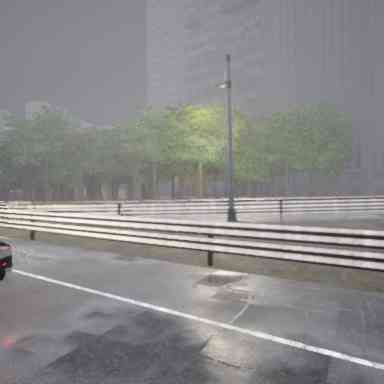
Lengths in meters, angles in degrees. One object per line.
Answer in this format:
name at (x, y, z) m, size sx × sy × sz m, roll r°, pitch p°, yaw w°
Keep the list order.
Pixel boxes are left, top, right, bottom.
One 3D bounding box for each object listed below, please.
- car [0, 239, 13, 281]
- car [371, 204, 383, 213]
car at (-6.580, 1.546, 8.666) m, size 4.902 × 1.511 × 2.128 m, roll 0°, pitch 0°, yaw 36°
car at (16.686, 0.949, 26.363) m, size 4.902 × 1.511 × 2.128 m, roll -1°, pitch 0°, yaw -4°
